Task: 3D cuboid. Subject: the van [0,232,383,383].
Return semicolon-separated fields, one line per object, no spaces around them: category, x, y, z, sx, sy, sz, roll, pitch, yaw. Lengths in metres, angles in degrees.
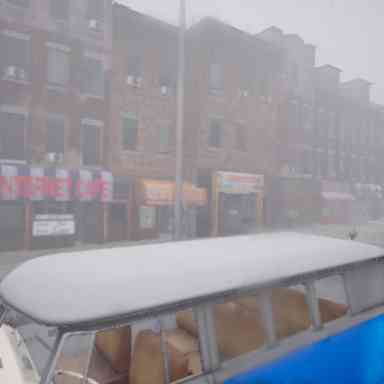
van;0.238;1.351;2.949;3.998;1.788;1.690;0;1;-36
